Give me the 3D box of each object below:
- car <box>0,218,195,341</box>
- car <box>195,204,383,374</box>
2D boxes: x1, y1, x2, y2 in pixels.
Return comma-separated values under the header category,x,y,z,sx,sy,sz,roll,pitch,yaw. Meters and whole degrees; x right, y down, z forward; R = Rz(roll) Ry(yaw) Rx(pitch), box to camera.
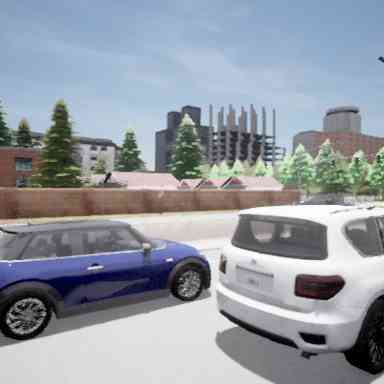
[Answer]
category,x,y,z,sx,sy,sz,roll,pitch,yaw
car,-1.780,1.355,6.783,4.553,1.767,2.097,0,0,-35
car,2.970,1.228,5.863,5.566,2.045,2.150,0,0,-36
